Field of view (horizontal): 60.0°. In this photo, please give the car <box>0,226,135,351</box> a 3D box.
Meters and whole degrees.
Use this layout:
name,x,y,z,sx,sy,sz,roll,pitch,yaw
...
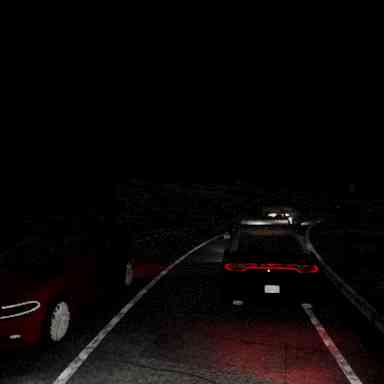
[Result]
name,x,y,z,sx,sy,sz,roll,pitch,yaw
car,-2.658,1.532,6.709,1.882,1.535,5.008,-1,-1,8

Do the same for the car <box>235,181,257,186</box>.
name,x,y,z,sx,sy,sz,roll,pitch,yaw
car,10.296,-1.484,68.751,5.008,1.535,2.097,3,-5,-32

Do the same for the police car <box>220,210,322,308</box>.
name,x,y,z,sx,sy,sz,roll,pitch,yaw
police car,1.782,1.455,8.184,1.930,1.638,5.238,-1,0,10

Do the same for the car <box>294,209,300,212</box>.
name,x,y,z,sx,sy,sz,roll,pitch,yaw
car,6.258,1.704,22.647,1.812,1.442,4.674,-2,-2,25

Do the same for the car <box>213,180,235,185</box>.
name,x,y,z,sx,sy,sz,roll,pitch,yaw
car,5.598,-1.682,65.805,4.674,1.452,2.002,3,-5,-31

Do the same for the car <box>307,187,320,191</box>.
name,x,y,z,sx,sy,sz,roll,pitch,yaw
car,28.421,-0.450,81.506,4.892,1.521,2.231,3,-6,-37

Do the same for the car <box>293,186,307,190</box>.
name,x,y,z,sx,sy,sz,roll,pitch,yaw
car,24.094,-0.676,78.247,4.674,1.452,2.002,3,-6,-36

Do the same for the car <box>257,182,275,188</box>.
name,x,y,z,sx,sy,sz,roll,pitch,yaw
car,14.910,-1.364,71.789,4.553,1.767,2.185,3,-5,-33

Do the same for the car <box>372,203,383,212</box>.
name,x,y,z,sx,sy,sz,roll,pitch,yaw
car,28.372,2.236,48.634,4.181,1.385,1.994,0,-4,-29

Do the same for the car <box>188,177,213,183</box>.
name,x,y,z,sx,sy,sz,roll,pitch,yaw
car,0.838,-1.946,62.967,4.892,1.521,2.231,2,-5,-30

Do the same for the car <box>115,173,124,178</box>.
name,x,y,z,sx,sy,sz,roll,pitch,yaw
car,-13.450,-2.638,54.820,4.553,1.767,2.185,2,-5,-30

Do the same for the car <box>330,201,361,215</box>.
name,x,y,z,sx,sy,sz,roll,pitch,yaw
car,19.307,1.885,41.746,4.553,1.767,2.097,1,-4,-41

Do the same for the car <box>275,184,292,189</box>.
name,x,y,z,sx,sy,sz,roll,pitch,yaw
car,19.618,-0.947,75.029,4.792,1.488,2.163,3,-6,-35

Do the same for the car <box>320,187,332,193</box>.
name,x,y,z,sx,sy,sz,roll,pitch,yaw
car,32.843,-0.274,84.999,4.553,1.767,2.185,4,-6,-38

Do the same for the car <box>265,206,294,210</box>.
name,x,y,z,sx,sy,sz,roll,pitch,yaw
car,4.179,1.569,17.513,1.801,1.575,5.366,-2,-1,19

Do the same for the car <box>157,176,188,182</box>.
name,x,y,z,sx,sy,sz,roll,pitch,yaw
car,-3.950,-2.145,60.228,4.892,1.521,2.231,2,-5,-30
